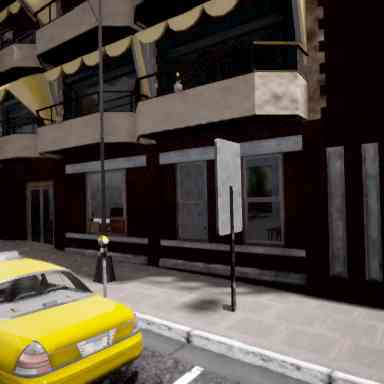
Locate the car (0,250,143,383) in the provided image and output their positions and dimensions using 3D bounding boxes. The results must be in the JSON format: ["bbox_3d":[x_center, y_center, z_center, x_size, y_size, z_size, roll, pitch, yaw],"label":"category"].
[{"bbox_3d":[-2.862,1.528,4.788,4.829,1.417,1.752,0,-2,36],"label":"car"}]
